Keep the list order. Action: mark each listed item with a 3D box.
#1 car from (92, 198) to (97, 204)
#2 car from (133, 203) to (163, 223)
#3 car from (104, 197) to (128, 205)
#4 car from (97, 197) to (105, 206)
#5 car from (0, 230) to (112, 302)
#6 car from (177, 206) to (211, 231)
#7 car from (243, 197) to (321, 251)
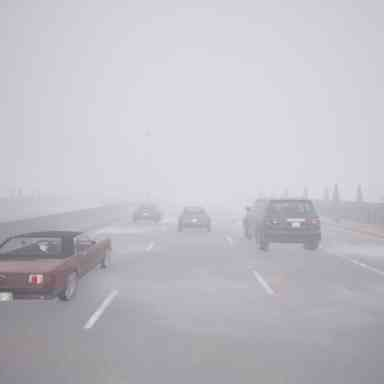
[{"bbox_3d":[-17.367,1.564,63.397,2.033,1.411,5.357,0,0,0],"label":"car"},{"bbox_3d":[-3.346,1.564,25.814,1.994,1.385,4.181,0,0,0],"label":"car"},{"bbox_3d":[-10.470,1.550,47.607,2.033,1.411,5.357,0,0,1],"label":"car"},{"bbox_3d":[-13.923,1.535,55.762,1.812,1.442,4.674,0,0,1],"label":"car"},{"bbox_3d":[-3.384,1.600,8.230,1.895,1.301,4.718,0,0,0],"label":"car"},{"bbox_3d":[0.142,1.565,20.618,1.994,1.385,4.181,0,0,0],"label":"car"},{"bbox_3d":[3.628,1.224,14.272,2.150,2.045,5.566,0,0,0],"label":"car"}]
